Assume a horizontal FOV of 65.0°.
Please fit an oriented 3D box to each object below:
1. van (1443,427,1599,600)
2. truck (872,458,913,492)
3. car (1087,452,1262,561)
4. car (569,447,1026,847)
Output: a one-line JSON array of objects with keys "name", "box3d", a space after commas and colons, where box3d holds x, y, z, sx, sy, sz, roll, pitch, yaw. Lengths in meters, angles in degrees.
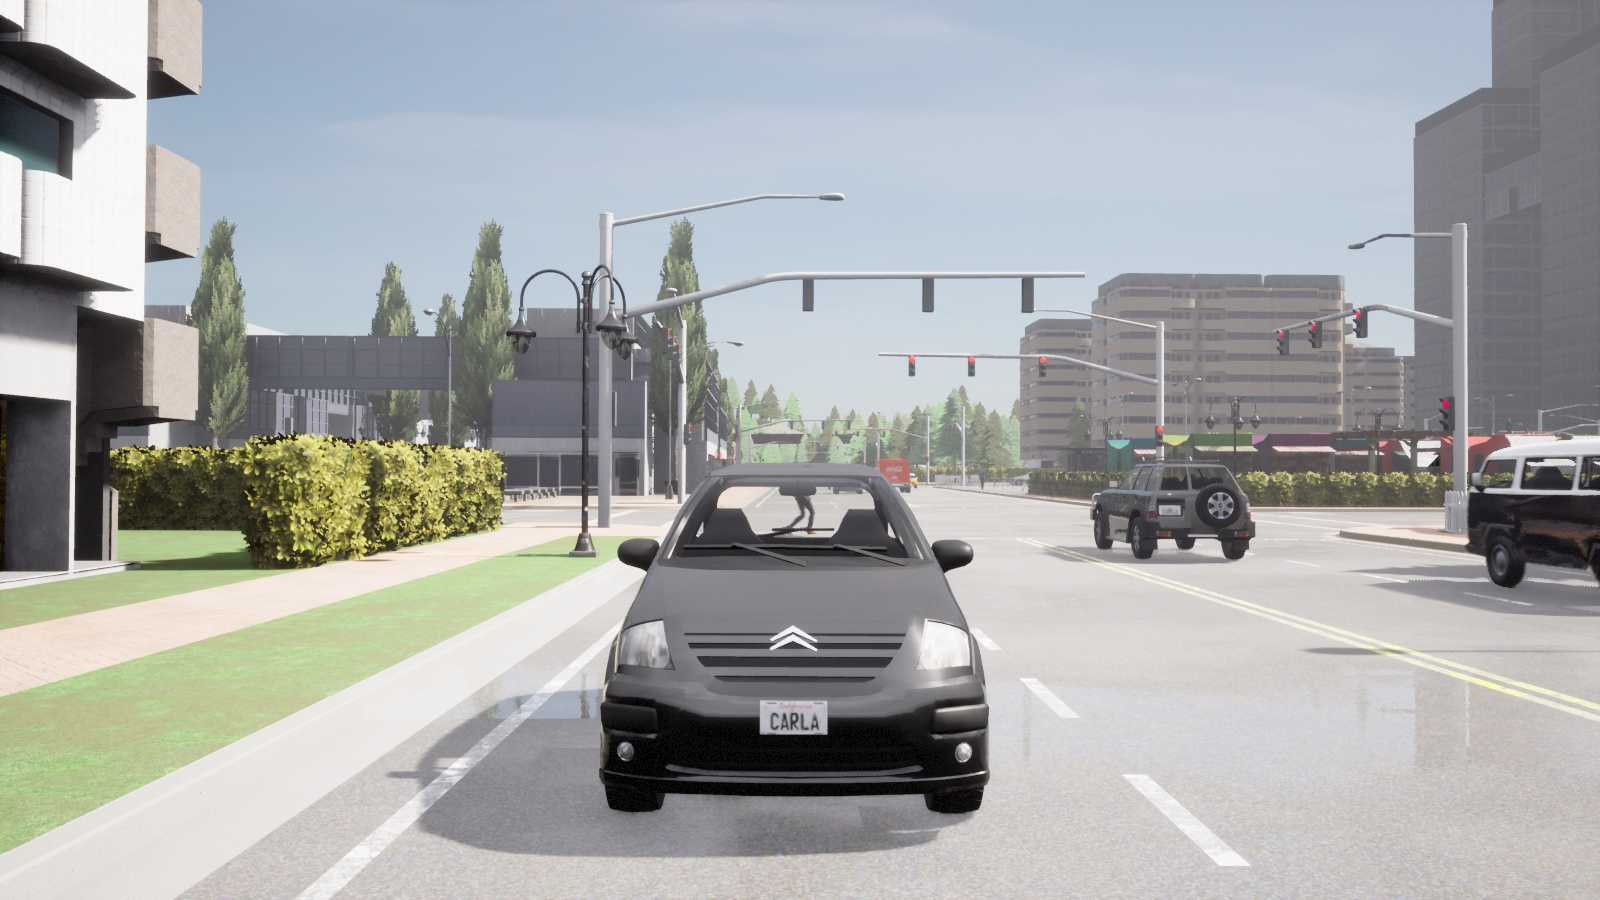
[{"name": "van", "box3d": [10.462, 0.767, 16.142, 2.069, 2.038, 4.480, 0, -1, 0]}, {"name": "truck", "box3d": [6.786, 1.856, 92.839, 2.627, 2.467, 5.204, 0, -1, 0]}, {"name": "car", "box3d": [6.944, 1.003, 23.822, 1.932, 1.855, 4.605, 0, -1, 0]}, {"name": "car", "box3d": [-0.017, 0.832, 7.098, 1.851, 1.617, 3.988, 0, -1, 0]}]
